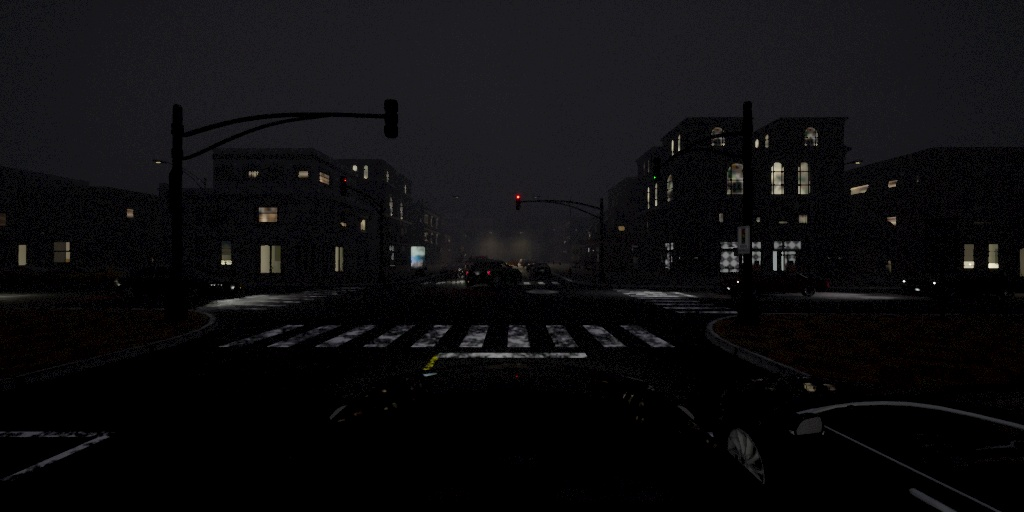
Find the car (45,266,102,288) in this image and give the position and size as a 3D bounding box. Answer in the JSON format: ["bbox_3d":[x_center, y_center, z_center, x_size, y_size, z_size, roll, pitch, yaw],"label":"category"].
[{"bbox_3d":[-25.456,1.194,22.362,4.829,1.417,1.751,0,0,1],"label":"car"}]

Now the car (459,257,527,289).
[{"bbox_3d":[-1.129,1.104,23.776,2.097,1.767,4.553,0,0,28],"label":"car"}]

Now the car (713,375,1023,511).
[{"bbox_3d":[2.691,1.300,1.580,2.007,1.370,4.403,0,0,0],"label":"car"}]

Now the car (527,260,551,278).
[{"bbox_3d":[2.688,1.318,33.970,1.948,1.339,4.313,0,0,0],"label":"car"}]

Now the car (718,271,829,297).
[{"bbox_3d":[13.800,1.432,19.168,4.718,1.301,1.895,0,0,1],"label":"car"}]

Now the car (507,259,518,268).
[{"bbox_3d":[0.093,1.237,63.896,1.882,1.535,5.008,0,0,0],"label":"car"}]

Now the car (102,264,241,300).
[{"bbox_3d":[-15.184,1.186,16.417,4.892,1.490,1.837,0,0,1],"label":"car"}]

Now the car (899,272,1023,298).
[{"bbox_3d":[23.749,1.481,19.022,4.718,1.301,1.895,0,0,1],"label":"car"}]

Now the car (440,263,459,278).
[{"bbox_3d":[-5.693,1.335,33.982,1.802,1.307,4.207,0,0,0],"label":"car"}]

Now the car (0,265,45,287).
[{"bbox_3d":[-30.822,1.227,22.445,4.207,1.307,1.802,0,0,1],"label":"car"}]
